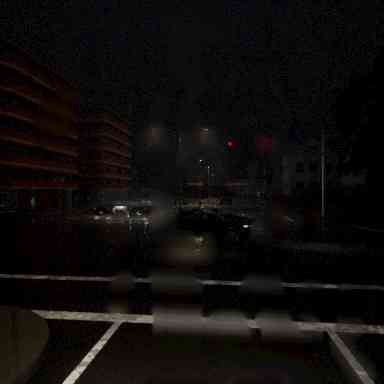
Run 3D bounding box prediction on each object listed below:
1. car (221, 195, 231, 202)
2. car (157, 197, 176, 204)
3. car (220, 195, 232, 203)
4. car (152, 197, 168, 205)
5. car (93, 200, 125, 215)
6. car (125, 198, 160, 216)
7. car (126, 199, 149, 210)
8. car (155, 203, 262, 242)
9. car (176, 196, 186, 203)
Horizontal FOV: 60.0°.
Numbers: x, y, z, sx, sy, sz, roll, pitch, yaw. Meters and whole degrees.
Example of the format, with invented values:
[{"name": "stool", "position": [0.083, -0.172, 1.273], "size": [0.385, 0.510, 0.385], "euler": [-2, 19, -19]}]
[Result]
[{"name": "car", "position": [7.730, 1.523, 75.654], "size": [2.128, 1.511, 4.902], "euler": [0, 0, 6]}, {"name": "car", "position": [-3.784, 1.491, 43.044], "size": [2.128, 1.511, 4.902], "euler": [0, 0, 6]}, {"name": "car", "position": [6.444, 1.499, 62.290], "size": [1.837, 1.490, 4.892], "euler": [0, -2, 6]}, {"name": "car", "position": [-5.614, 1.564, 59.049], "size": [1.994, 1.385, 4.181], "euler": [0, 0, 8]}, {"name": "car", "position": [-8.248, 1.547, 33.900], "size": [2.033, 1.411, 5.357], "euler": [0, 0, 6]}, {"name": "car", "position": [-4.815, 1.601, 33.087], "size": [1.895, 1.301, 4.718], "euler": [0, 0, 6]}, {"name": "car", "position": [-7.182, 1.599, 44.204], "size": [1.895, 1.301, 4.718], "euler": [0, 0, 6]}, {"name": "car", "position": [0.927, 1.491, 16.237], "size": [4.902, 1.511, 2.128], "euler": [0, 0, 29]}, {"name": "car", "position": [-2.153, 1.506, 58.682], "size": [1.837, 1.490, 4.892], "euler": [0, 0, 6]}]
